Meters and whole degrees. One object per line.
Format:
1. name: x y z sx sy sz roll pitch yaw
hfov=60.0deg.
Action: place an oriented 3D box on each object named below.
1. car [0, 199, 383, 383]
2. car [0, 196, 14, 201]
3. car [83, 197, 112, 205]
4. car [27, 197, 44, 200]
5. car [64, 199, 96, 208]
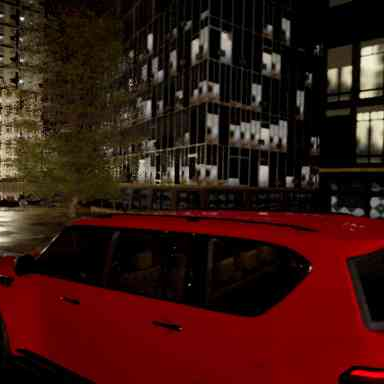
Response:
1. car: -0.439 1.213 3.877 5.566 2.045 2.150 0 0 36
2. car: -27.469 1.509 47.468 5.009 1.841 2.192 1 1 -34
3. car: -18.018 1.647 63.477 4.829 1.417 1.752 1 1 -34
4. car: -27.239 1.572 57.176 4.403 1.369 2.008 1 1 -34
5. car: -18.115 1.840 53.870 4.507 1.381 1.887 1 1 -34
